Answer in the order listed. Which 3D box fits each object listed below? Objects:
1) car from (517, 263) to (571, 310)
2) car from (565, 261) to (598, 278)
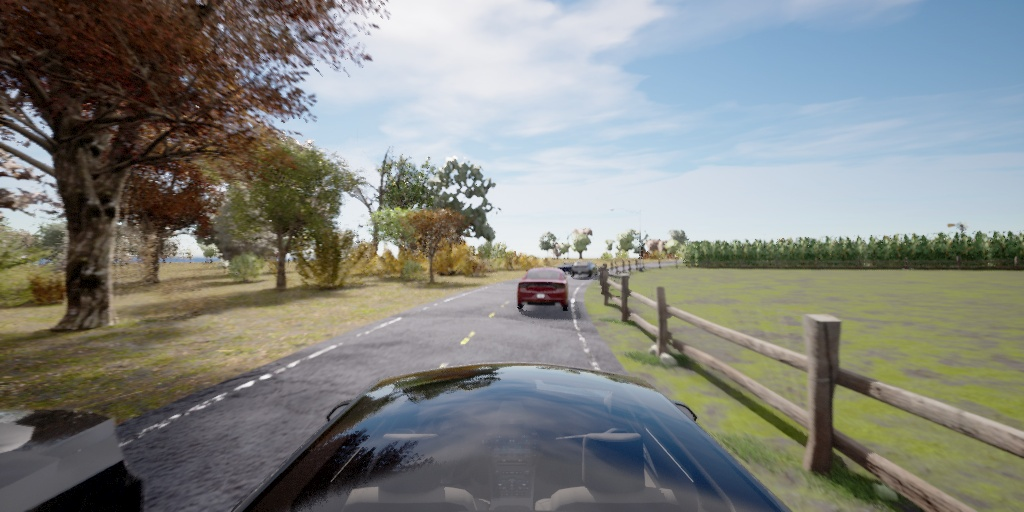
[{"bbox_3d":[1.392,1.224,14.848,1.882,1.535,5.008,0,0,9],"label":"car"},{"bbox_3d":[6.838,1.199,33.594,2.128,1.511,4.902,0,0,23],"label":"car"}]
